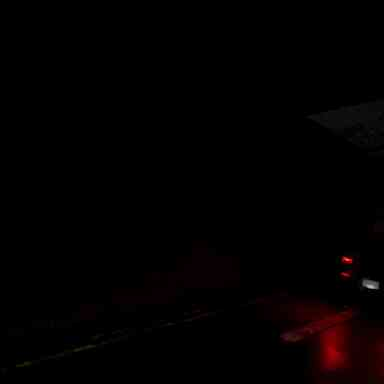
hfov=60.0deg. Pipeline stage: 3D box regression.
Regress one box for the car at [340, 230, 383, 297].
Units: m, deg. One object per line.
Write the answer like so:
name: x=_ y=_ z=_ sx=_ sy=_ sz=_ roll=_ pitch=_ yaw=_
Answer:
car: x=5.155 y=1.524 z=7.446 sx=4.674 sy=1.442 sz=1.812 roll=0 pitch=0 yaw=-36
